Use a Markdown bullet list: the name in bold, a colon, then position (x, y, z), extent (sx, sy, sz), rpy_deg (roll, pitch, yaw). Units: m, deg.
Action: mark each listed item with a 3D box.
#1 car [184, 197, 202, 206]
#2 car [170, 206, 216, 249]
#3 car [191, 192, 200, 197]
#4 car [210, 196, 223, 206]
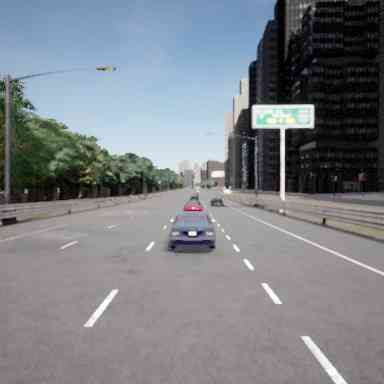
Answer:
- **car**: position (0.138, 1.542, 34.583), extent (1.994, 1.385, 4.181), rpy_deg (0, 0, 0)
- **car**: position (0.025, 1.550, 14.561), extent (2.033, 1.411, 5.357), rpy_deg (0, 0, 0)
- **car**: position (0.528, 1.302, 69.107), extent (1.837, 1.490, 4.892), rpy_deg (0, 0, 1)
- **car**: position (3.914, 1.417, 52.784), extent (1.837, 1.490, 4.892), rpy_deg (0, 1, 1)
